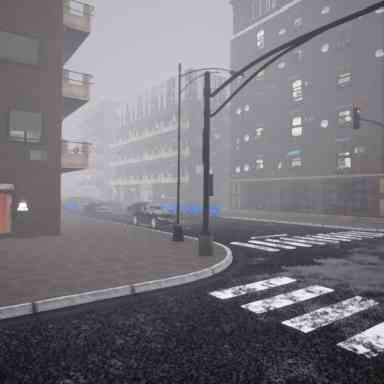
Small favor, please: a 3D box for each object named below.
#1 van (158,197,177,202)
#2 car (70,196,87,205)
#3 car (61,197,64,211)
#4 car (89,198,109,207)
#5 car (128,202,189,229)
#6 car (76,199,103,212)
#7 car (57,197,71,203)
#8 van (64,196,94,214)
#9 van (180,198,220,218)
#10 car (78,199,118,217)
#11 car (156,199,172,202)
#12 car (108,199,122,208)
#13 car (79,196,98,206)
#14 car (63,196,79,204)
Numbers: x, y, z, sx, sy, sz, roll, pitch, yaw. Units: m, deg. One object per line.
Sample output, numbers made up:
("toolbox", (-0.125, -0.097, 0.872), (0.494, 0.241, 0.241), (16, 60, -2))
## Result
("van", (-2.303, 1.449, 35.309), (1.690, 1.788, 3.998), (1, -1, -35))
("car", (-21.411, 1.605, 62.904), (1.967, 1.590, 4.097), (1, -1, -35))
("car", (-15.152, 1.580, 40.020), (2.008, 1.369, 4.403), (1, -1, -35))
("car", (-15.043, 1.729, 53.704), (1.802, 1.307, 4.206), (1, -1, -35))
("car", (-2.414, 1.539, 21.623), (2.008, 1.369, 4.403), (1, -1, -35))
("car", (-12.624, 1.623, 40.732), (1.994, 1.385, 4.181), (1, -1, -34))
("car", (-27.781, 1.727, 72.103), (1.887, 1.381, 4.507), (1, -1, -35))
("van", (-11.966, 1.361, 35.423), (1.690, 1.788, 3.998), (1, -1, -35))
("van", (0.882, 1.438, 30.709), (1.690, 1.788, 3.998), (1, -1, -35))
("car", (-8.784, 1.591, 30.821), (1.802, 1.307, 4.206), (1, -1, -35))
("car", (-3.857, 1.556, 28.044), (1.812, 1.442, 4.674), (1, -1, -35))
("car", (-11.858, 1.682, 49.106), (1.887, 1.381, 4.507), (1, -1, -35))
("car", (-18.226, 1.596, 58.305), (1.967, 1.590, 4.097), (1, -1, -35))
("car", (-24.596, 1.614, 67.504), (1.967, 1.590, 4.097), (1, -1, -35))
